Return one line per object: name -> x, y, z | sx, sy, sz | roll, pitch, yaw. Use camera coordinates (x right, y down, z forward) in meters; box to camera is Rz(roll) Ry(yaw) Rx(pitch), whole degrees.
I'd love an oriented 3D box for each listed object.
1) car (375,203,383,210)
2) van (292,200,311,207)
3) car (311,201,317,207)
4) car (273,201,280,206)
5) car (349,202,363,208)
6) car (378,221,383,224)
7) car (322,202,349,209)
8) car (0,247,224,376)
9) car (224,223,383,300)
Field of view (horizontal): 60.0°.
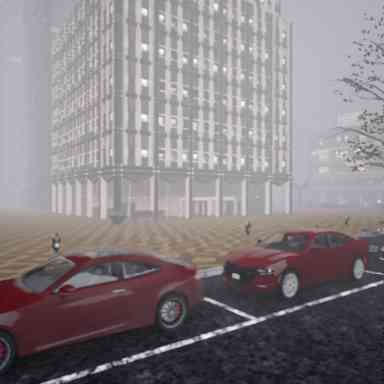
car -> 34.590, 2.579, 58.569 | 2.008, 1.369, 4.403 | -1, 0, -36
van -> 23.594, 2.644, 73.932 | 1.690, 1.788, 3.998 | -1, 0, -36
car -> 28.425, 2.814, 81.607 | 1.967, 1.590, 4.097 | -1, 0, -36
car -> 21.893, 3.118, 90.626 | 1.802, 1.307, 4.206 | -1, 0, -36
car -> 35.018, 2.793, 72.627 | 1.802, 1.307, 4.206 | -1, 0, -36
car -> 7.288, 1.670, 11.758 | 4.403, 1.369, 2.008 | 1, -1, -35
car -> 28.512, 2.724, 67.044 | 1.887, 1.381, 4.507 | -1, 0, -36
car -> -1.714, 1.597, 5.342 | 4.206, 1.307, 1.802 | 1, -1, -35
car -> 2.787, 1.612, 8.550 | 4.507, 1.381, 1.887 | 1, -1, -35
